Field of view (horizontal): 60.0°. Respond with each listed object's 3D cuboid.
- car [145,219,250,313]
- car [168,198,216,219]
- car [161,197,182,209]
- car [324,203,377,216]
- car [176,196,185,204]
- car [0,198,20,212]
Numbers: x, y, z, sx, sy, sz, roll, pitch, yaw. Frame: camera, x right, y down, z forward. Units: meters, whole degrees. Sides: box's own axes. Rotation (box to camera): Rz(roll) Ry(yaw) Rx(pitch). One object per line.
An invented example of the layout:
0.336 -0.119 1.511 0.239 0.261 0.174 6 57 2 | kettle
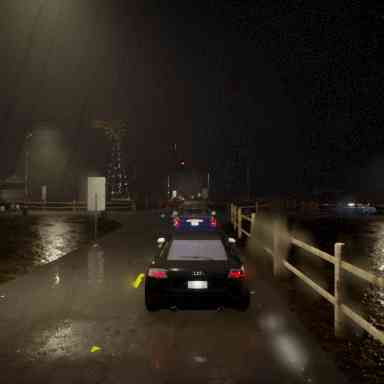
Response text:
0.110 1.573 7.749 1.994 1.385 4.181 0 0 0 | car
0.122 1.380 16.392 2.097 1.767 4.553 0 0 0 | car
-3.161 1.748 48.285 1.895 1.301 4.718 0 0 7 | car
17.908 1.950 37.662 5.357 1.411 2.033 1 -2 0 | car
-2.626 1.813 76.303 1.882 1.535 5.008 0 0 0 | car
-20.255 1.292 34.093 4.892 1.490 1.837 1 -2 0 | car
